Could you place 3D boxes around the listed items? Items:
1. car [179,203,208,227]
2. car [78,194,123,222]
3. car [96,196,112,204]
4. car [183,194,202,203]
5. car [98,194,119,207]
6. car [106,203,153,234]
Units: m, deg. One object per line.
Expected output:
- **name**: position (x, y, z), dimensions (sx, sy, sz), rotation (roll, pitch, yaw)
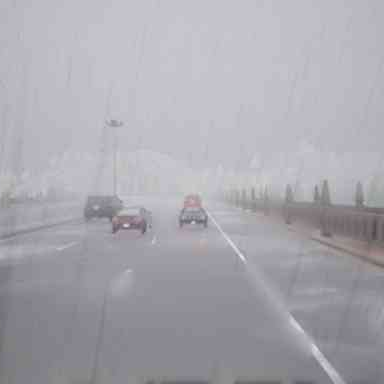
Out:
- **car**: position (0.086, 1.646, 23.184), dimensions (1.895, 1.301, 4.718), rotation (0, 0, 0)
- **car**: position (-6.916, 1.273, 26.655), dimensions (2.150, 2.045, 5.566), rotation (0, 0, 0)
- **car**: position (-17.538, 1.652, 66.684), dimensions (1.882, 1.535, 5.008), rotation (0, 0, 0)
- **car**: position (0.087, 1.307, 41.522), dimensions (2.150, 2.045, 5.566), rotation (0, 0, 0)
- **car**: position (-14.072, 1.353, 56.627), dimensions (2.150, 2.045, 5.566), rotation (0, 0, 1)
- **car**: position (-3.412, 1.564, 19.543), dimensions (1.812, 1.442, 4.674), rotation (0, 0, 0)
